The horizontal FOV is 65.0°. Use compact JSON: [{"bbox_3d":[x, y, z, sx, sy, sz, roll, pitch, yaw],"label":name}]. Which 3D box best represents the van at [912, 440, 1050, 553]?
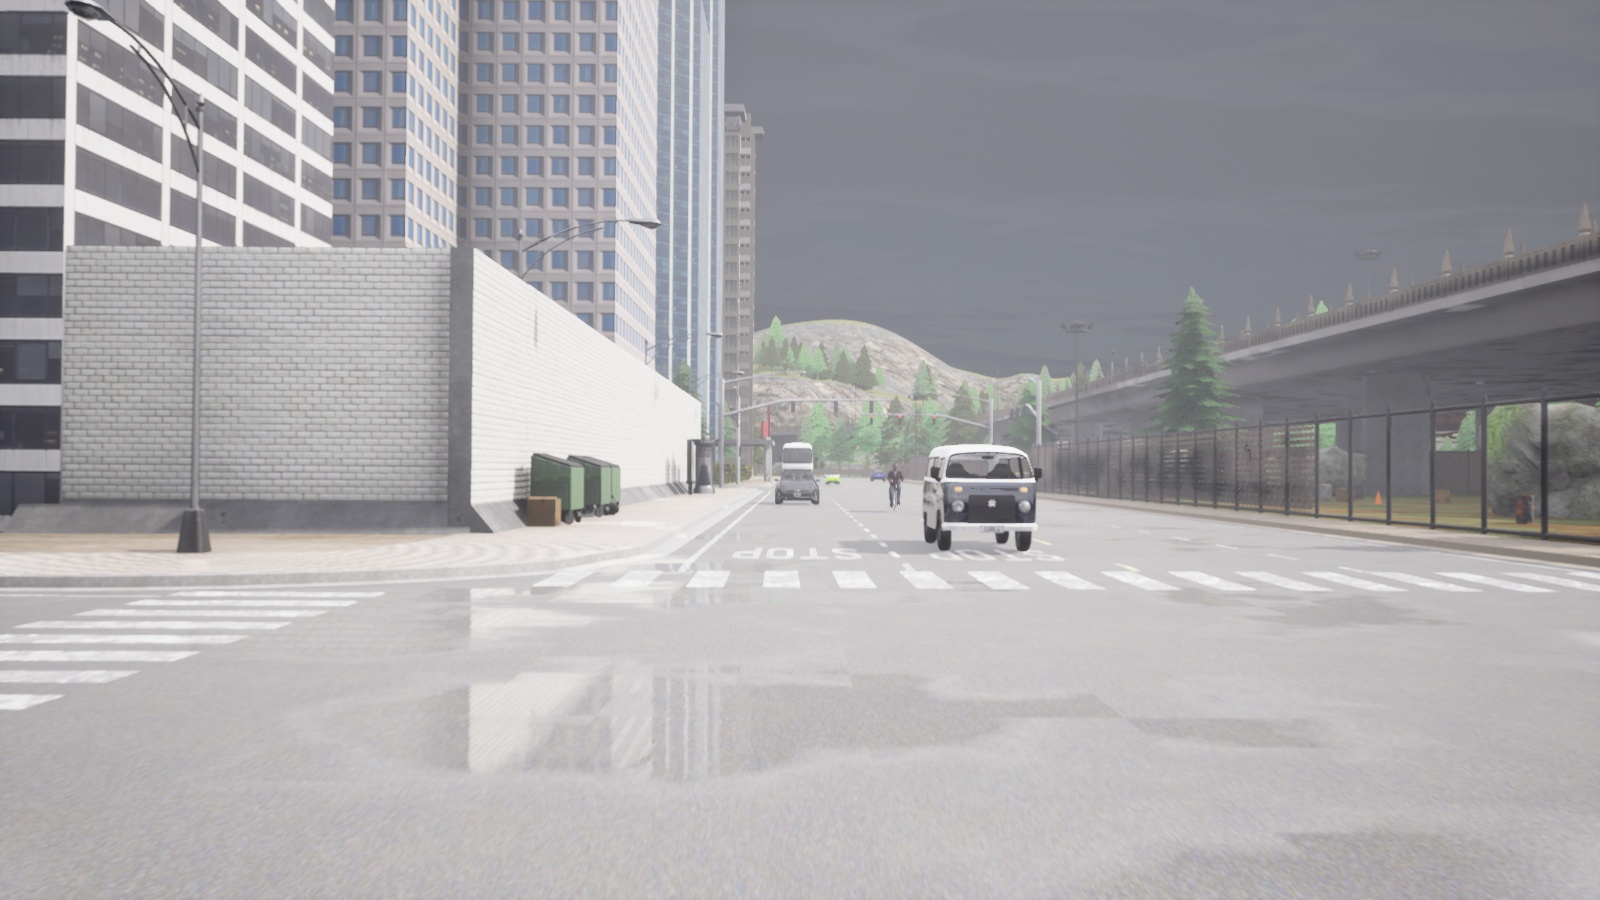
[{"bbox_3d":[3.453,0.865,24.841,2.069,2.038,4.480,0,-1,0],"label":"van"}]

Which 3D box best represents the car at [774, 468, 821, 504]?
[{"bbox_3d":[-0.108,1.541,54.888,2.007,1.525,4.514,0,-1,0],"label":"car"}]
